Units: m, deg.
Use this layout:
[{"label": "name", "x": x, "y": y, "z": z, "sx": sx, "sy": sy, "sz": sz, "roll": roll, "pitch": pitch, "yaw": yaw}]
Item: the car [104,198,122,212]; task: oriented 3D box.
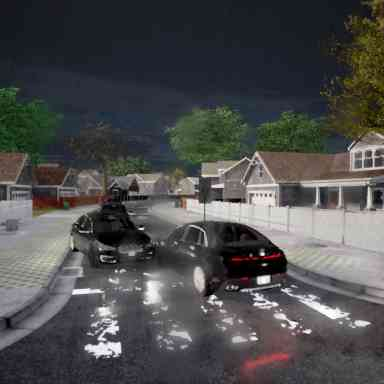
[{"label": "car", "x": -9.368, "y": 1.523, "z": 39.798, "sx": 1.812, "sy": 1.442, "sz": 4.674, "roll": 0, "pitch": 0, "yaw": -10}]

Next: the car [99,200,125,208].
[{"label": "car", "x": -4.824, "y": 1.498, "z": 20.502, "sx": 1.837, "sy": 1.490, "sz": 4.892, "roll": 0, "pitch": 0, "yaw": -15}]

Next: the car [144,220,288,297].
[{"label": "car", "x": 0.407, "y": 1.505, "z": 8.756, "sx": 1.837, "sy": 1.490, "sz": 4.892, "roll": 0, "pitch": -1, "yaw": -24}]

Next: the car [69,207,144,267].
[{"label": "car", "x": -2.964, "y": 1.493, "z": 11.592, "sx": 1.837, "sy": 1.490, "sz": 4.892, "roll": 1, "pitch": 0, "yaw": -31}]
